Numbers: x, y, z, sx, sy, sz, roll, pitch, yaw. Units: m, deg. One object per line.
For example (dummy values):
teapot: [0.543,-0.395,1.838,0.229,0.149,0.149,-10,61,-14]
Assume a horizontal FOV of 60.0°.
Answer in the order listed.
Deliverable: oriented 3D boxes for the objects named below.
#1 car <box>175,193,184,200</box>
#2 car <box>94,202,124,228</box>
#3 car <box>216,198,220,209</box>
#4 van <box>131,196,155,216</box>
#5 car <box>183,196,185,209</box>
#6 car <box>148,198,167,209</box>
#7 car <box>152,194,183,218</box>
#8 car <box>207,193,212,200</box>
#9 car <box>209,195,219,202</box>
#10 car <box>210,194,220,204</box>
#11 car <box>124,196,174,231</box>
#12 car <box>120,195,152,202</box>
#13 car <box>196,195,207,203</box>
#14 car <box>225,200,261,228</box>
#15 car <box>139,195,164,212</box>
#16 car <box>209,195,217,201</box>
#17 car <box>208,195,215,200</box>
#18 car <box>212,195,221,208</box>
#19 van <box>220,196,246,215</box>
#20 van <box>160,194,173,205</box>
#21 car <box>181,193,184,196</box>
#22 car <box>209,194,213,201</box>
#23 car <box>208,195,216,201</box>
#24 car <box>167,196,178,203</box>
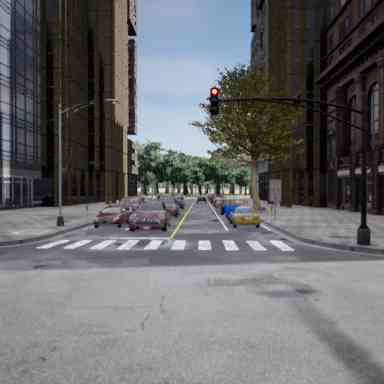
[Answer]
car: [-3.293,1.154,90.058,2.192,1.841,5.009,0,0,2]
car: [-5.133,1.571,21.927,1.802,1.307,4.206,-1,0,2]
car: [3.696,1.541,33.061,1.947,1.339,4.313,-1,0,2]
van: [-4.829,1.316,33.284,1.690,1.788,3.998,-1,0,2]
car: [-1.912,1.560,41.965,1.895,1.301,4.718,0,0,2]
car: [-4.519,1.504,44.639,2.008,1.369,4.403,-1,0,2]
car: [-2.233,1.331,30.360,2.097,1.767,4.553,0,0,2]
car: [4.462,1.228,61.446,2.192,1.841,5.009,-1,0,2]
car: [4.771,1.435,72.800,2.008,1.369,4.403,-1,0,2]
car: [4.157,1.485,50.092,1.887,1.381,4.507,-1,0,2]
car: [-2.453,1.343,20.184,2.097,1.767,4.553,0,0,0]
car: [-4.983,1.298,27.606,2.192,1.841,5.009,-1,0,2]
car: [1.926,1.407,65.851,1.837,1.490,4.892,0,0,2]
car: [3.393,1.514,21.875,1.752,1.417,4.829,-1,0,2]
car: [-4.675,1.280,38.961,2.192,1.841,5.009,-1,0,2]
car: [4.925,1.451,78.478,1.802,1.307,4.206,0,0,2]
car: [5.232,1.404,89.832,1.947,1.339,4.313,0,0,2]
car: [4.008,1.478,44.585,1.752,1.417,4.829,-1,0,2]
van: [3.540,1.324,27.383,1.690,1.788,3.998,-1,0,2]
van: [-4.214,1.268,55.994,1.690,1.788,3.998,-1,0,2]
car: [-3.444,1.399,84.381,1.887,1.381,4.507,0,0,2]
car: [4.310,1.478,55.770,2.008,1.369,4.403,-1,0,2]
car: [5.082,1.379,84.325,1.752,1.417,4.829,0,0,2]
car: [-3.905,1.444,67.349,1.887,1.381,4.507,0,0,2]
